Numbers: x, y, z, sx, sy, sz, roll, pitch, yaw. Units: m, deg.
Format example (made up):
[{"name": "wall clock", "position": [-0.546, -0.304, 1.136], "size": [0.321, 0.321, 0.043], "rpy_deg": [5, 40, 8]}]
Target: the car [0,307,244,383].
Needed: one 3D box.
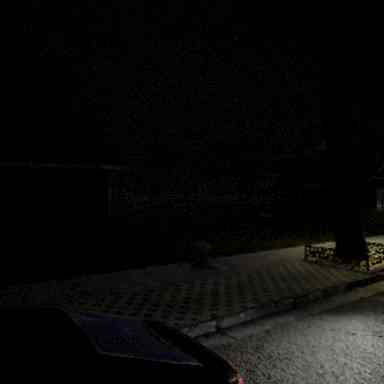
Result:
[{"name": "car", "position": [-1.572, 1.562, 1.944], "size": [4.181, 1.385, 1.994], "rpy_deg": [1, 0, -35]}]
